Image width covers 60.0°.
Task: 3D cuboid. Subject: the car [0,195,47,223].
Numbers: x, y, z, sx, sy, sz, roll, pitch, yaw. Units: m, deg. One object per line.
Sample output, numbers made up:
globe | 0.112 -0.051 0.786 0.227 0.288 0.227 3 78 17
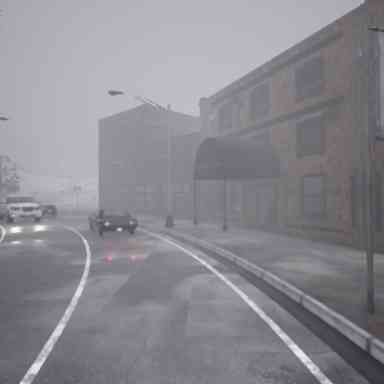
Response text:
car | -13.376 1.210 25.720 2.150 2.045 5.566 0 -1 -40

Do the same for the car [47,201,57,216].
car | -14.496 1.570 31.684 4.674 1.442 1.812 -1 -1 44

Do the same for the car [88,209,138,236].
car | -4.547 1.583 18.533 1.895 1.301 4.718 0 0 -25
